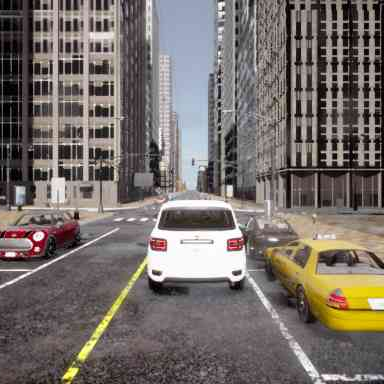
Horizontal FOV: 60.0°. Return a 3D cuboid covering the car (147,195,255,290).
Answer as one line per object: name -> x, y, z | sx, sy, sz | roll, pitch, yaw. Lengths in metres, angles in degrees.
car -> 0.102, 1.220, 9.230 | 2.150, 2.045, 5.566 | 0, 0, 0

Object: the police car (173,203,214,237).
police car -> 0.101, 1.498, 19.150 | 2.038, 1.542, 4.974 | 0, 0, 1

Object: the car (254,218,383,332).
car -> 2.693, 1.525, 6.947 | 1.752, 1.417, 4.829 | 0, 0, 0

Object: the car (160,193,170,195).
car -> -5.769, 1.380, 61.708 | 1.967, 1.590, 4.097 | 0, 0, 0

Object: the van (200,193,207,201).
van -> 2.711, 1.240, 78.758 | 1.690, 1.788, 3.998 | 0, 0, 0

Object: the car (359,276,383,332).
car -> 2.692, 1.551, 1.106 | 2.008, 1.369, 4.403 | 0, 0, 0

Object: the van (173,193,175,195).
van -> -5.668, 1.225, 84.448 | 1.690, 1.788, 3.998 | 0, 0, 0

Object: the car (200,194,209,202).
car -> 2.709, 1.353, 73.073 | 1.967, 1.590, 4.097 | 0, 0, 0

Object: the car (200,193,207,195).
car -> 2.802, 1.380, 61.705 | 1.967, 1.590, 4.097 | 0, 0, 0

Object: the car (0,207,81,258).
car -> -5.685, 1.438, 12.445 | 1.967, 1.590, 4.097 | 0, 0, 0

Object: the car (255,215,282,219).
car -> 2.695, 1.548, 12.445 | 2.008, 1.369, 4.403 | 0, 0, 0

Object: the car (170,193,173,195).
car -> -5.702, 1.242, 67.393 | 2.192, 1.841, 5.009 | 0, 0, 0
